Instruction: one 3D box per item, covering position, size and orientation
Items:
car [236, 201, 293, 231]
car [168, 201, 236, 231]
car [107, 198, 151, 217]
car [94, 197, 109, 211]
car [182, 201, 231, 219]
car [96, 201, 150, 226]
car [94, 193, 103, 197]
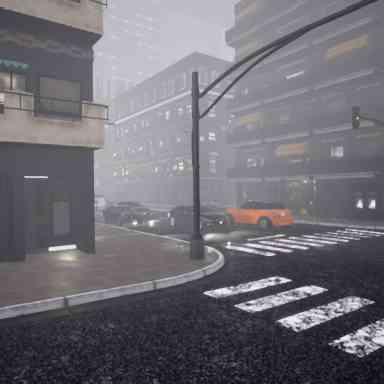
[{"bbox_3d":[4.027,1.340,21.030,2.097,1.767,4.553,-1,1,-36],"label":"car"},{"bbox_3d":[0.258,1.534,21.201,1.837,1.490,4.892,-1,1,-36],"label":"car"},{"bbox_3d":[-5.309,1.540,28.879,1.837,1.490,4.892,-1,1,-36],"label":"car"},{"bbox_3d":[-11.356,1.568,37.237,1.812,1.442,4.674,-1,1,-36],"label":"car"},{"bbox_3d":[1.189,1.512,29.144,2.008,1.369,4.403,-1,1,-36],"label":"car"},{"bbox_3d":[-5.191,1.632,24.519,1.947,1.339,4.313,-1,1,-36],"label":"car"},{"bbox_3d":[-13.824,1.228,45.647,2.150,2.045,5.566,-1,1,-36],"label":"car"}]
